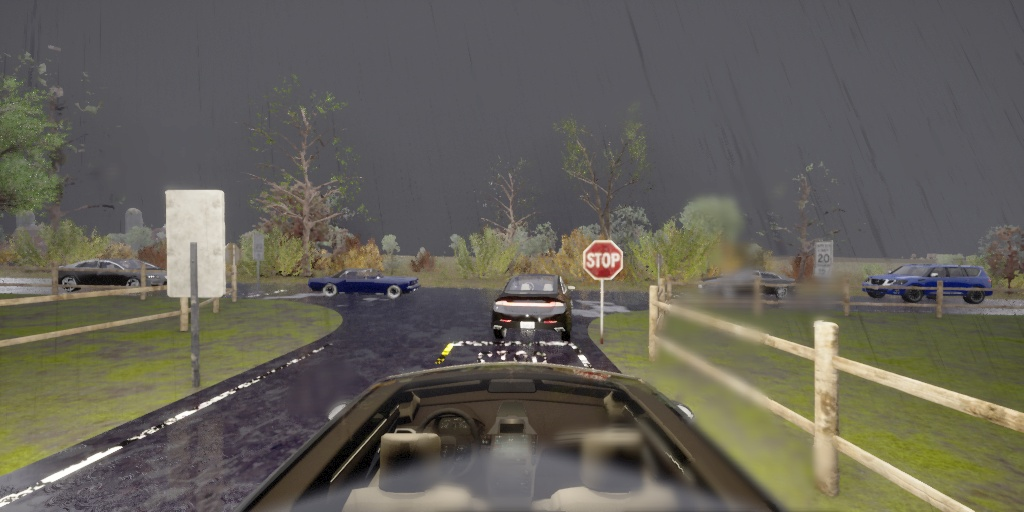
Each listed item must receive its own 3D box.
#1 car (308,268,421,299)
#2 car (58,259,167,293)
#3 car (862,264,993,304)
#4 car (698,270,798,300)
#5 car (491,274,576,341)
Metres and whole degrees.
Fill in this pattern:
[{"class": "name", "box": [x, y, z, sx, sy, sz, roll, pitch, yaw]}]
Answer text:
[{"class": "car", "box": [-6.815, 1.249, 16.969, 4.718, 1.301, 1.895, 1, 1, 0]}, {"class": "car", "box": [-18.483, 0.886, 16.990, 4.902, 1.511, 2.128, 1, 1, 0]}, {"class": "car", "box": [22.907, 1.467, 19.873, 5.566, 2.045, 2.150, 1, 1, 0]}, {"class": "car", "box": [13.012, 1.526, 19.888, 4.902, 1.511, 2.128, 1, 1, 0]}, {"class": "car", "box": [0.710, 1.240, 9.934, 2.128, 1.511, 4.902, 0, 0, 9]}]
